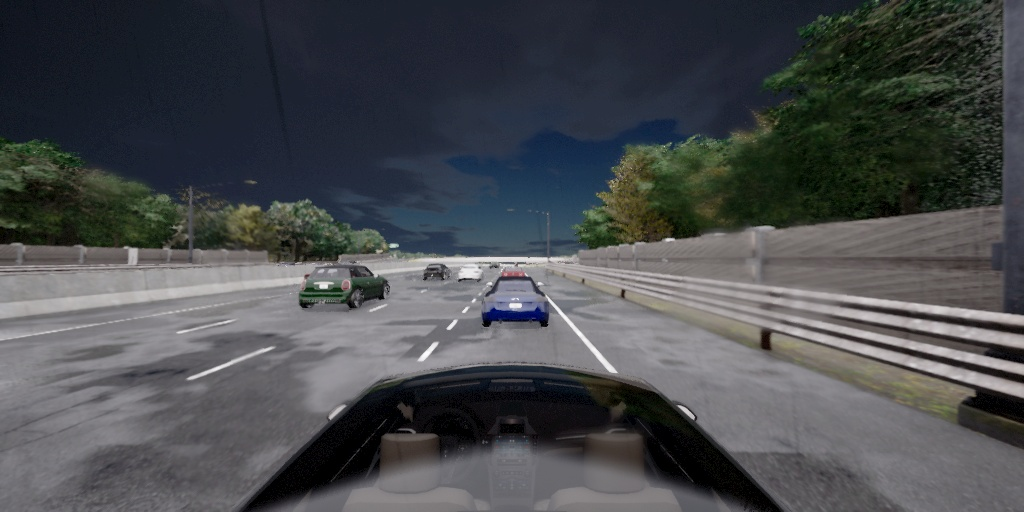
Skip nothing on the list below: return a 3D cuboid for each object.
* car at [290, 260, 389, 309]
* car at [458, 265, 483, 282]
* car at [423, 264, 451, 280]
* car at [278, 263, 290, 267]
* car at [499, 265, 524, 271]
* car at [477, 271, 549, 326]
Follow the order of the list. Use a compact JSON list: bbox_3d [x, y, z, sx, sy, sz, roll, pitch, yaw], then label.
[{"bbox_3d":[-6.901,1.152,15.269,2.097,1.767,4.553,0,0,0],"label":"car"},{"bbox_3d":[-3.504,1.454,31.040,1.812,1.442,4.674,0,0,0],"label":"car"},{"bbox_3d":[-6.904,1.453,33.416,1.837,1.490,4.892,0,0,0],"label":"car"},{"bbox_3d":[-28.027,1.608,45.022,1.994,1.385,4.181,0,-1,1],"label":"car"},{"bbox_3d":[0.102,1.526,30.725,1.895,1.301,4.718,0,0,0],"label":"car"},{"bbox_3d":[0.099,1.345,11.861,1.994,1.385,4.181,0,0,0],"label":"car"}]
